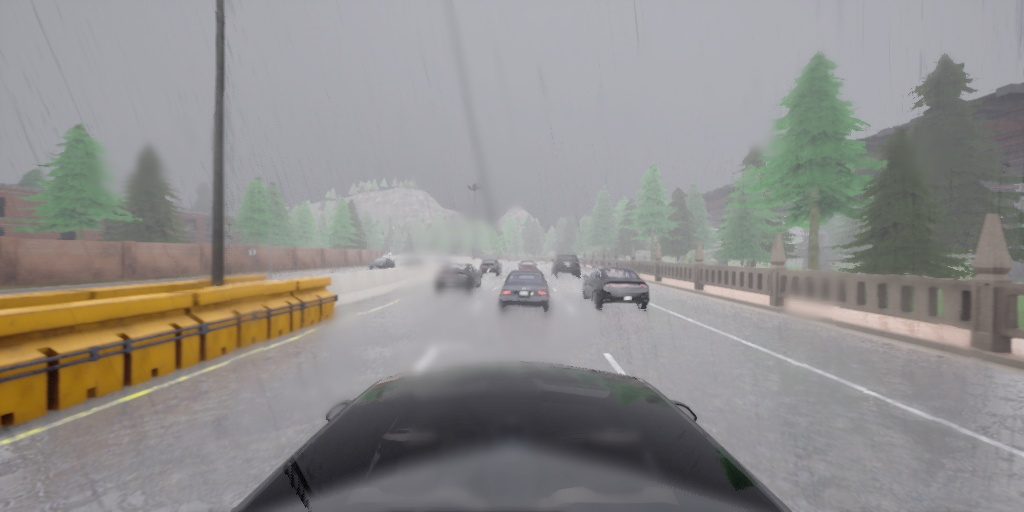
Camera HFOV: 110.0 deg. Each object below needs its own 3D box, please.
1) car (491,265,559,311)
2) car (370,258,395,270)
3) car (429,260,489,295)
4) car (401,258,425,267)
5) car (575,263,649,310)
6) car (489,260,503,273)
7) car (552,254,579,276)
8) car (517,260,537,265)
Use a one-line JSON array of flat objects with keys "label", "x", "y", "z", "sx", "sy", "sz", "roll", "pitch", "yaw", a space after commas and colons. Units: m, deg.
[{"label": "car", "x": 0.543, "y": 1.248, "z": 14.101, "sx": 2.033, "sy": 1.411, "sz": 5.357, "roll": 1, "pitch": 0, "yaw": 3}, {"label": "car", "x": -15.837, "y": 0.909, "z": 43.934, "sx": 1.812, "sy": 1.442, "sz": 4.674, "roll": 1, "pitch": 0, "yaw": 2}, {"label": "car", "x": -2.719, "y": 1.133, "z": 19.022, "sx": 2.128, "sy": 1.511, "sz": 4.902, "roll": 1, "pitch": 0, "yaw": 3}, {"label": "car", "x": -12.312, "y": 0.982, "z": 44.869, "sx": 1.994, "sy": 1.385, "sz": 4.181, "roll": 1, "pitch": 0, "yaw": 2}, {"label": "car", "x": 4.075, "y": 1.228, "z": 14.658, "sx": 2.128, "sy": 1.511, "sz": 4.902, "roll": 1, "pitch": 0, "yaw": 3}, {"label": "car", "x": -2.026, "y": 1.084, "z": 34.432, "sx": 1.837, "sy": 1.490, "sz": 4.892, "roll": 1, "pitch": 0, "yaw": 3}, {"label": "car", "x": 4.915, "y": 0.884, "z": 32.870, "sx": 2.150, "sy": 2.045, "sz": 5.566, "roll": 1, "pitch": 0, "yaw": 3}, {"label": "car", "x": 1.496, "y": 1.142, "z": 34.966, "sx": 1.812, "sy": 1.442, "sz": 4.674, "roll": 1, "pitch": 0, "yaw": 2}]
